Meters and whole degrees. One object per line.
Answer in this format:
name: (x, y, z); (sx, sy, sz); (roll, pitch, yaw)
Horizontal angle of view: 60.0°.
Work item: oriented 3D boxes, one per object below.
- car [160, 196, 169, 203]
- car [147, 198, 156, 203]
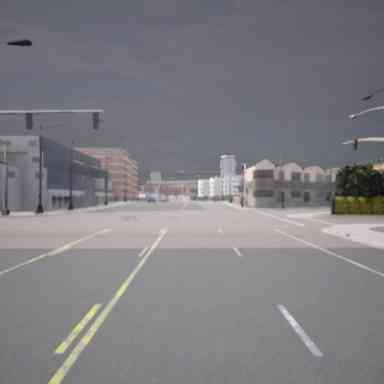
car: (-6.995, 1.905, 85.680); (2.097, 1.767, 4.553); (0, 0, 0)
car: (-10.495, 2.143, 85.621); (1.895, 1.301, 4.718); (0, 0, 0)
